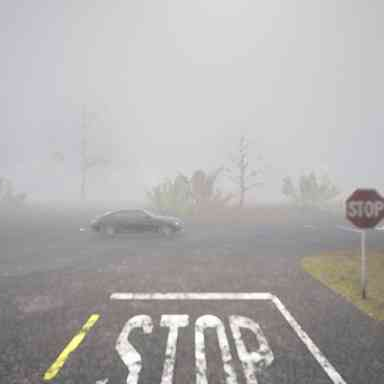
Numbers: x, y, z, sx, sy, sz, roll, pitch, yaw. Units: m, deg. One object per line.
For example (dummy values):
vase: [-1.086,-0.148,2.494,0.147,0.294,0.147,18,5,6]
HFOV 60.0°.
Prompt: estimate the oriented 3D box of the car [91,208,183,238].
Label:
car: [-2.804,1.556,17.162,4.674,1.442,1.812,0,0,-1]
